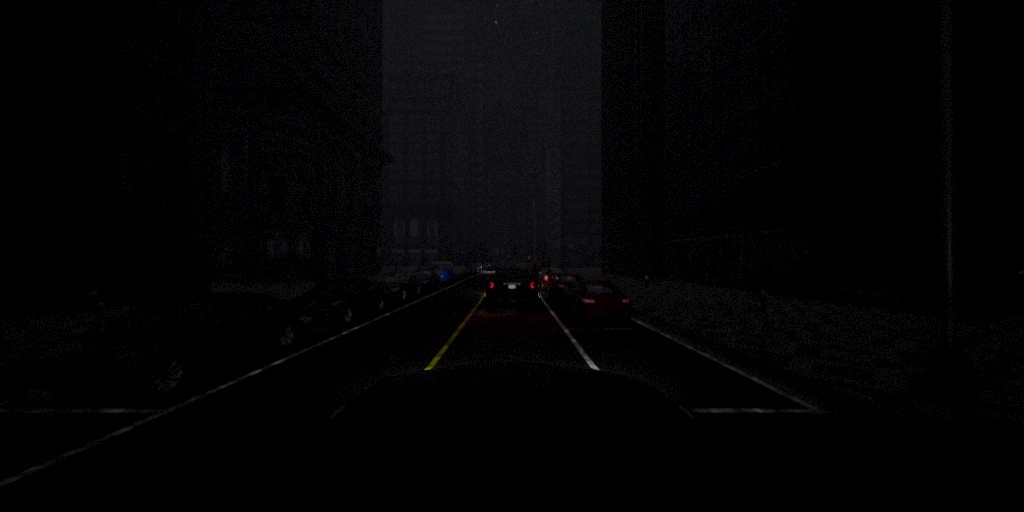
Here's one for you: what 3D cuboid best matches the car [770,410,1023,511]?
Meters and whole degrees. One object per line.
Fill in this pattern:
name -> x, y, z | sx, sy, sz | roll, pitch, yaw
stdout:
car -> 2.762, 1.324, 0.924 | 1.802, 1.307, 4.207 | 0, 0, 0

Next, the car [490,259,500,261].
car -> -3.002, 1.573, 63.554 | 2.150, 2.045, 5.566 | 0, -1, 0

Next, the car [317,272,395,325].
car -> -5.763, 1.414, 12.190 | 1.948, 1.339, 4.313 | 0, 0, 0

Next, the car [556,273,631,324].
car -> 2.762, 1.430, 12.196 | 1.802, 1.307, 4.207 | 0, 0, 0

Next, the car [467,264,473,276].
car -> -5.763, 1.708, 40.372 | 1.802, 1.307, 4.207 | 0, 0, 0

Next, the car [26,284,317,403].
car -> -5.763, 1.361, 6.554 | 1.948, 1.339, 4.313 | 0, 0, 0

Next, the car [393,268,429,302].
car -> -5.763, 1.453, 17.826 | 2.007, 1.370, 4.403 | 0, 0, 0

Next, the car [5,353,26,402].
car -> -5.763, 1.057, 0.918 | 2.192, 1.841, 5.009 | 0, 0, 0

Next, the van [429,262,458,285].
van -> -5.763, 1.353, 29.099 | 1.690, 1.789, 3.998 | 0, 0, 0

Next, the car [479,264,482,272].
car -> -5.763, 1.809, 51.644 | 1.948, 1.339, 4.313 | 0, 0, 0

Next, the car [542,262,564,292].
car -> 2.762, 1.397, 23.468 | 1.967, 1.591, 4.097 | 0, 0, 0

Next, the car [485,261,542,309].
car -> 0.002, 1.234, 15.922 | 2.097, 1.767, 4.553 | 0, -1, 0

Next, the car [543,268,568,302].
car -> 2.762, 1.484, 17.832 | 1.802, 1.307, 4.207 | 0, 0, 0

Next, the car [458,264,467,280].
car -> -5.763, 1.594, 34.565 | 1.751, 1.417, 4.829 | 0, 0, 0

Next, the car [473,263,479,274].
car -> -5.763, 1.750, 46.008 | 1.948, 1.339, 4.313 | 0, 0, 0

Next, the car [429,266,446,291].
car -> -5.763, 1.539, 23.463 | 1.802, 1.307, 4.207 | 0, 0, 0
